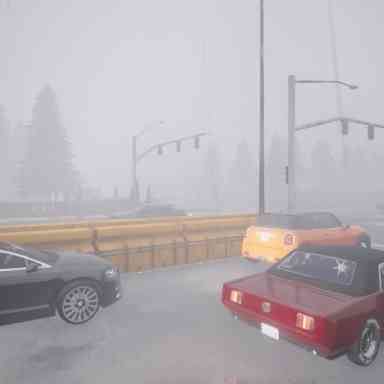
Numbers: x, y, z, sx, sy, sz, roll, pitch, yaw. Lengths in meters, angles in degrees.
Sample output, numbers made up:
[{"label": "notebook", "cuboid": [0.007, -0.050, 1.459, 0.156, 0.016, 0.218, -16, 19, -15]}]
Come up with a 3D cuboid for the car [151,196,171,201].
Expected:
[{"label": "car", "cuboid": [-3.983, 1.478, 43.458, 1.882, 1.535, 5.008, 0, 0, -36]}]

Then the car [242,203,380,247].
[{"label": "car", "cuboid": [3.815, 1.352, 10.781, 4.553, 1.767, 2.097, 0, 0, -36]}]

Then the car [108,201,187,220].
[{"label": "car", "cuboid": [-2.926, 1.547, 22.937, 5.357, 1.411, 2.033, 0, 0, -31]}]

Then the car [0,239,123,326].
[{"label": "car", "cuboid": [-3.597, 1.492, 5.472, 4.902, 1.511, 2.128, 0, 0, -36]}]

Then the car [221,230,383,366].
[{"label": "car", "cuboid": [2.868, 1.601, 5.800, 4.718, 1.301, 1.895, 0, 0, -36]}]

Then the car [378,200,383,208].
[{"label": "car", "cuboid": [26.667, 1.547, 44.579, 5.357, 1.411, 2.033, 0, 0, -36]}]

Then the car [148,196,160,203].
[{"label": "car", "cuboid": [-8.038, 1.514, 70.183, 2.033, 1.411, 5.357, 0, 0, -2]}]
